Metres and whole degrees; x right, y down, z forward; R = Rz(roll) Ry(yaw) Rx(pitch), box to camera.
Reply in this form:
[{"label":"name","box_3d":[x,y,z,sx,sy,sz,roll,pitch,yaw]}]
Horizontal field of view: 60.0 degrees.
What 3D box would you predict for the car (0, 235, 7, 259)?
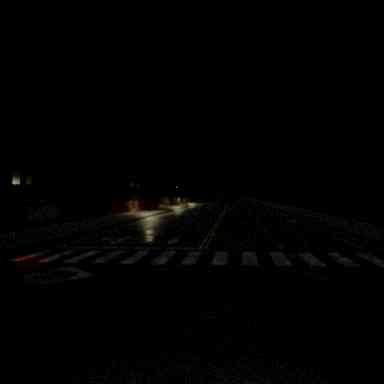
[{"label":"car","box_3d":[-8.465,1.746,9.666,5.357,1.411,2.033,-1,-1,-35]}]
